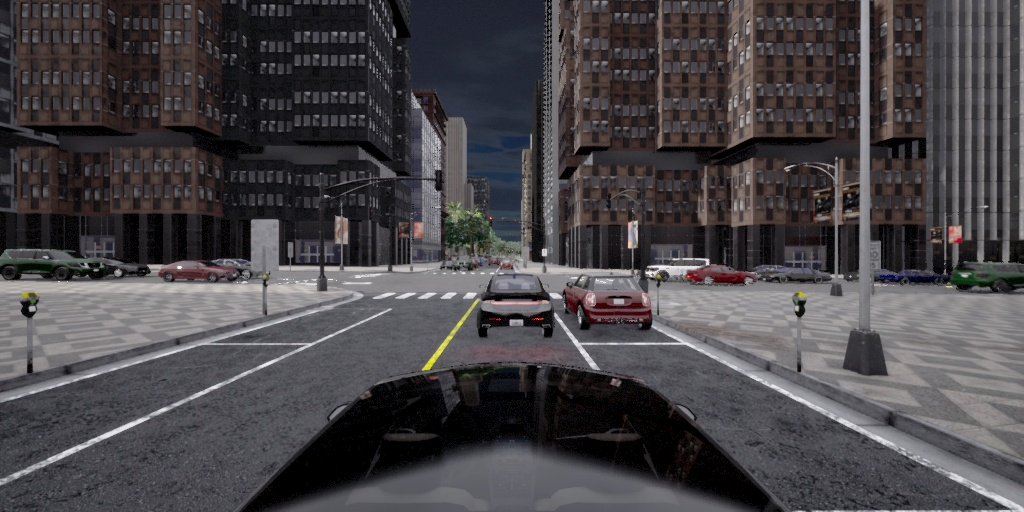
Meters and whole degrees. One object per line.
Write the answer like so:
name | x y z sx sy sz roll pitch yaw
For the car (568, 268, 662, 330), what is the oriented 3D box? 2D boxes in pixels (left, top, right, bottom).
car | 2.730 1.188 11.117 1.967 1.591 4.097 0 0 0

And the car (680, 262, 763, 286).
car | 16.152 1.486 27.820 5.008 1.535 1.882 1 0 -1

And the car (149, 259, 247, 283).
car | -21.097 1.009 24.228 4.674 1.442 1.812 1 0 0

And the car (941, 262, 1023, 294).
car | 33.862 1.492 24.735 5.566 2.045 2.150 1 0 -1

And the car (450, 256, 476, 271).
car | -6.609 0.968 49.314 2.150 2.045 5.566 0 0 -1

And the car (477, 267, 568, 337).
car | 0.073 1.240 10.230 2.128 1.511 4.902 0 0 -1

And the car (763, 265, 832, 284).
car | 24.735 1.676 31.349 5.357 1.411 2.033 1 0 0

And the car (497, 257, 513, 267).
car | -0.782 1.192 52.497 1.967 1.591 4.097 0 0 -1

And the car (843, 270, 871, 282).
car | 34.713 1.834 34.685 4.181 1.385 1.994 1 0 -1

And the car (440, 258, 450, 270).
car | -9.306 1.318 52.415 1.948 1.339 4.313 0 0 -1

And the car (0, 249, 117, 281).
car | -30.798 0.567 24.131 5.566 2.045 2.150 1 0 -1

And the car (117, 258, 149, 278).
car | -30.599 0.849 27.389 4.892 1.490 1.837 1 0 -1

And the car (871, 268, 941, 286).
car | 35.059 1.880 31.437 4.718 1.301 1.895 1 0 0

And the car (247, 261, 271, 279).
car | -21.210 0.969 27.488 4.902 1.511 2.128 1 0 0

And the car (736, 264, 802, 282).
car | 24.691 1.615 34.600 4.902 1.511 2.128 1 0 -1

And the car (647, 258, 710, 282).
car | 14.495 1.202 31.236 5.566 2.045 2.150 1 0 1

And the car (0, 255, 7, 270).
car | -51.930 0.569 33.883 5.357 1.411 2.033 1 0 -1

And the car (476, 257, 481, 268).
car | -6.694 1.244 59.304 1.882 1.535 5.008 0 0 0

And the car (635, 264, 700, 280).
car | 14.892 1.529 34.501 5.357 1.411 2.033 1 0 1
